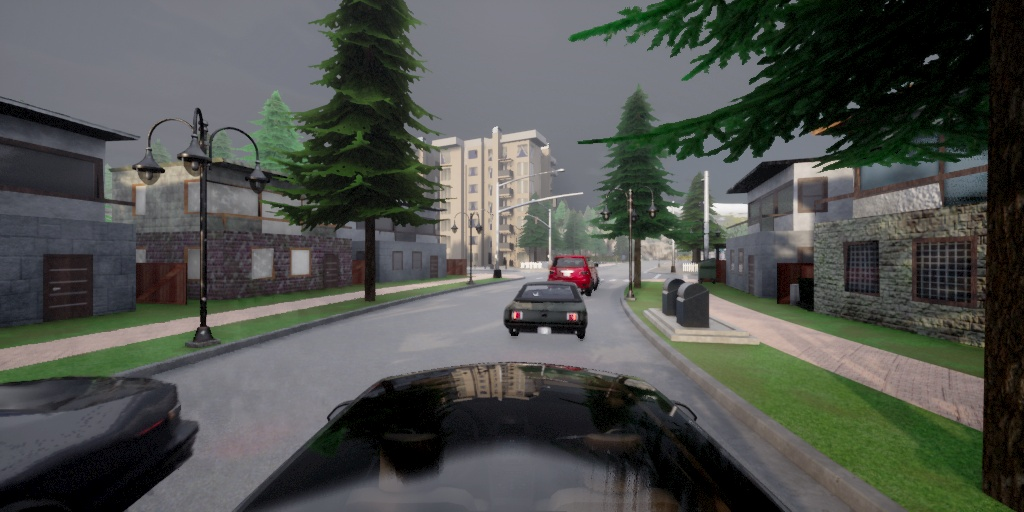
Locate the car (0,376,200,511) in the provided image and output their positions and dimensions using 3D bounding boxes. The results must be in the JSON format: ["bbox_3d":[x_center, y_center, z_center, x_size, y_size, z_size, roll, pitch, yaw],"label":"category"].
[{"bbox_3d":[-3.500,1.297,0.509,2.033,1.411,5.357,0,0,0],"label":"car"}]

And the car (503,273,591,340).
[{"bbox_3d":[1.092,1.351,10.081,1.895,1.301,4.718,0,0,10],"label":"car"}]

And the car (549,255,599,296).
[{"bbox_3d":[3.493,0.973,19.811,2.150,2.045,5.566,0,0,18],"label":"car"}]
